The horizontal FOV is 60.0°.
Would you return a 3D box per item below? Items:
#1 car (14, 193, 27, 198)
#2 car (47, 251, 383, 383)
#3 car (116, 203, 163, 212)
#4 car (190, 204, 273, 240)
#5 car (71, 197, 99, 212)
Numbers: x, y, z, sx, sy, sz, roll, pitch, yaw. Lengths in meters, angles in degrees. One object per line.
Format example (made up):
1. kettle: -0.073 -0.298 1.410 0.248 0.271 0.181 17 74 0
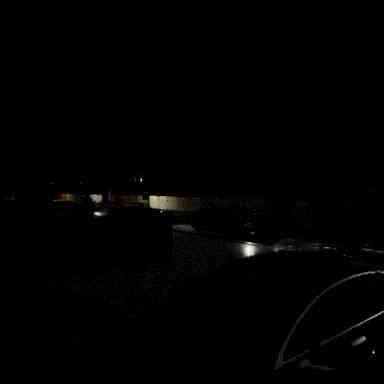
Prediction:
1. car: -43.317 1.111 85.068 2.033 1.411 5.357 0 0 -36
2. car: 0.994 1.524 3.658 4.892 1.490 1.837 0 0 -36
3. car: -4.029 1.487 25.274 1.895 1.301 4.718 0 0 -36
4. car: 1.878 1.415 17.029 1.882 1.535 5.008 0 0 -36
5. car: -11.588 1.323 35.859 1.837 1.490 4.892 0 2 -35
